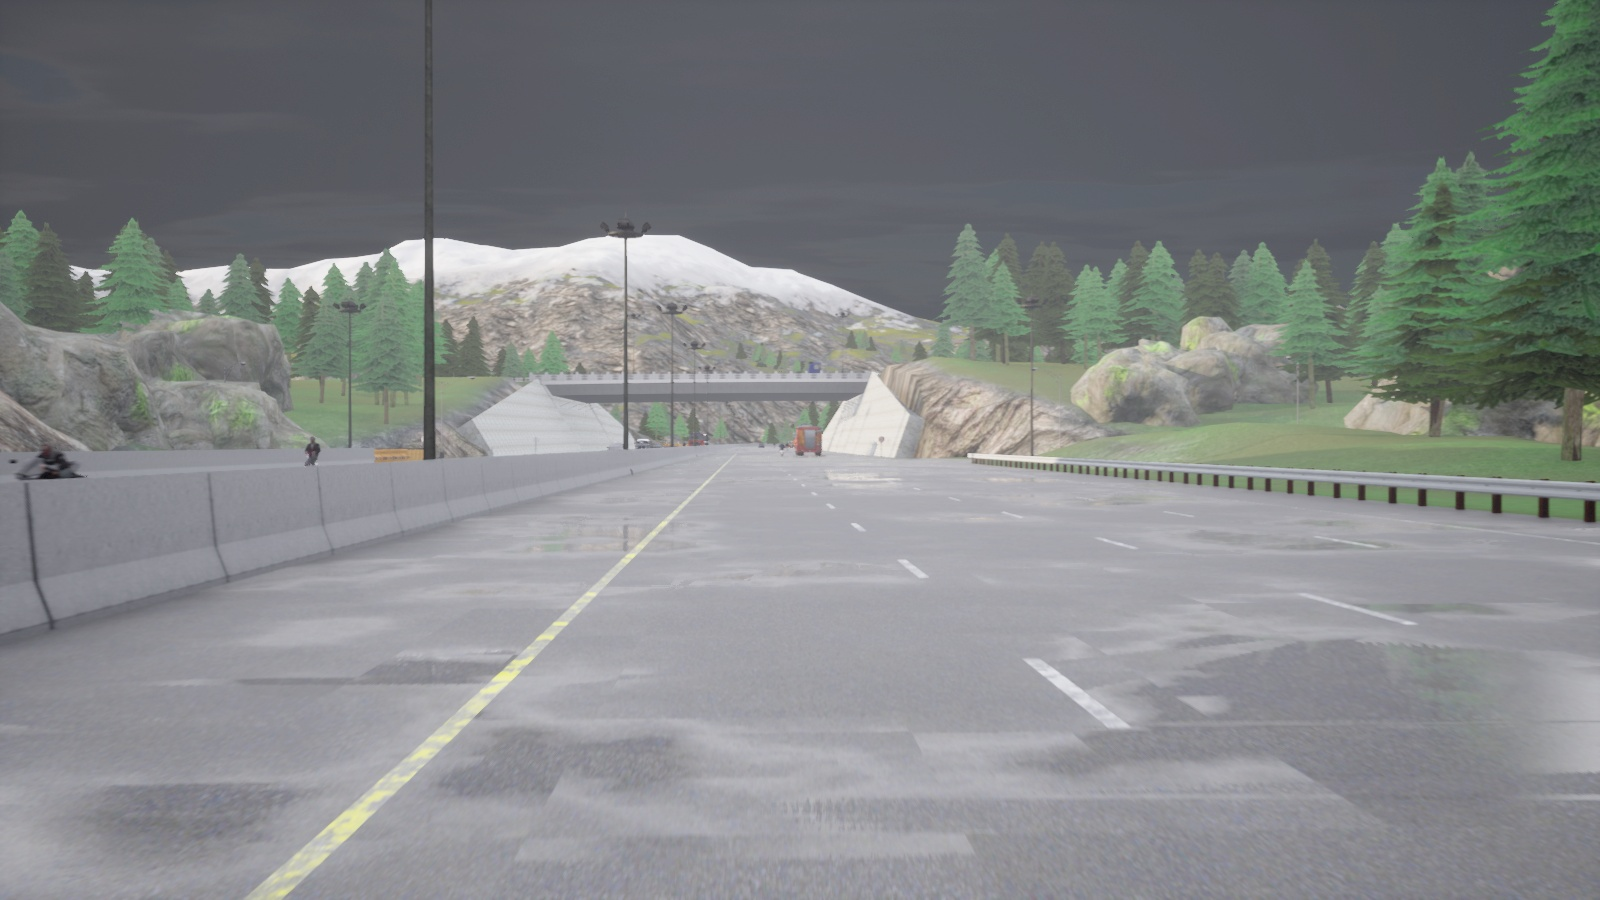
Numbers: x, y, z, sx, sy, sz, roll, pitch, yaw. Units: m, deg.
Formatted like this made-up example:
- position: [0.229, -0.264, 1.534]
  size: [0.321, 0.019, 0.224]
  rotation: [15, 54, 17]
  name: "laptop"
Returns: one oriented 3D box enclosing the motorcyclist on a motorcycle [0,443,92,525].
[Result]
- position: [-14.828, 0.633, 24.512]
  size: [0.866, 1.530, 2.191]
  rotation: [0, 0, -2]
  name: "motorcyclist on a motorcycle"
